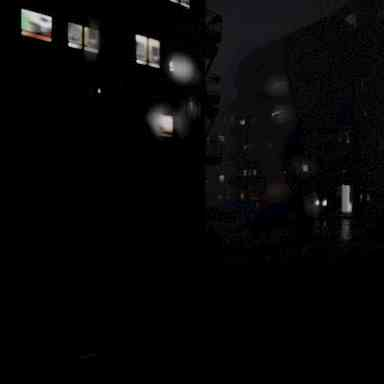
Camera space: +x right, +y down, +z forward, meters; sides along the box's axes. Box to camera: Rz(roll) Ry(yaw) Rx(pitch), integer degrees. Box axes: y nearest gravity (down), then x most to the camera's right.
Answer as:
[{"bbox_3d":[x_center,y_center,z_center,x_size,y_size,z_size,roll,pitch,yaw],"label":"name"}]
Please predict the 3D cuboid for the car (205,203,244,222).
[{"bbox_3d":[2.109,1.863,28.930,1.802,1.307,4.206,-1,0,-36],"label":"car"}]

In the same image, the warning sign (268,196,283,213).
[{"bbox_3d":[9.321,1.383,37.251,1.300,1.860,1.060,1,0,-36],"label":"warning sign"}]

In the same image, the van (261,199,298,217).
[{"bbox_3d":[8.838,1.587,33.861,1.690,1.788,3.998,-1,0,-36],"label":"van"}]

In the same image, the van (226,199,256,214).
[{"bbox_3d":[5.513,1.660,38.370,1.690,1.788,3.998,-1,0,-36],"label":"van"}]
